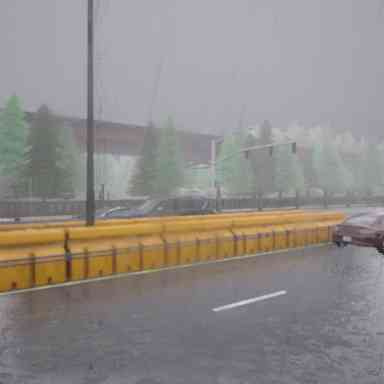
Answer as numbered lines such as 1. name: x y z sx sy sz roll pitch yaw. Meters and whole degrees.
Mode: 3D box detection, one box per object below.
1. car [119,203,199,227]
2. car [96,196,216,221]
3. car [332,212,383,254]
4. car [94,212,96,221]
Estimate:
1. car: -2.293 1.560 23.813 5.357 1.411 2.033 0 0 -35
2. car: -1.365 1.229 15.899 5.566 2.045 2.150 0 0 -35
3. car: 7.533 1.540 13.449 4.674 1.442 1.812 0 0 -35
4. car: -4.231 1.499 18.153 4.902 1.511 2.128 0 0 -35
